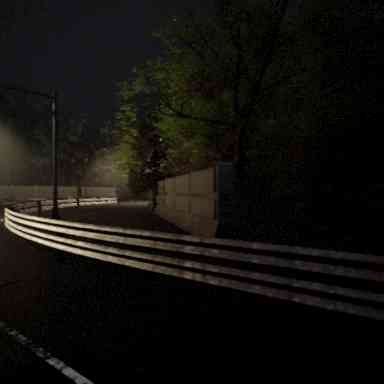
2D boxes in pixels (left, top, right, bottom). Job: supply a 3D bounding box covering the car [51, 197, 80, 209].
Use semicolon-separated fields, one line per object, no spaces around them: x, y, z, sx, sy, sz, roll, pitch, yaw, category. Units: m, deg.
-16.734;1.456;44.222;1.882;1.535;5.008;0;0;10;car
